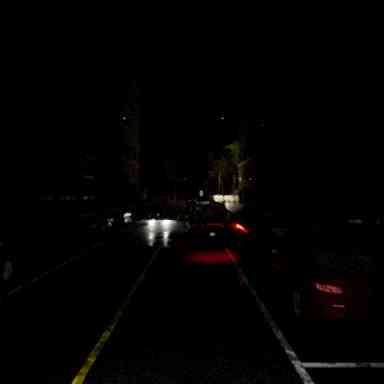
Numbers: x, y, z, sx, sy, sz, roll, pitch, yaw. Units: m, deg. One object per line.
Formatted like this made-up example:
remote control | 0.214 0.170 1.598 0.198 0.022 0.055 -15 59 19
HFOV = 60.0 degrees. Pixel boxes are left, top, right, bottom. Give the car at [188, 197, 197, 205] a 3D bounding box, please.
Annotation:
car | 0.147 1.838 67.233 1.812 1.442 4.674 0 0 0

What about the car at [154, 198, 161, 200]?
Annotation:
car | -5.299 1.724 40.095 2.008 1.369 4.403 0 0 0

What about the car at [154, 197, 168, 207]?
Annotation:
car | -5.264 1.695 56.652 1.967 1.590 4.097 0 0 0

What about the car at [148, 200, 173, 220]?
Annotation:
car | -2.783 1.690 29.527 1.994 1.385 4.181 0 0 0

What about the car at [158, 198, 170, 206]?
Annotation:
car | -5.252 1.865 62.170 1.802 1.307 4.206 0 0 0

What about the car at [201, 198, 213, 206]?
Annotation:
car | 2.773 1.848 62.154 1.947 1.339 4.313 0 0 0

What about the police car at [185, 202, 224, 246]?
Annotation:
police car | 0.713 1.493 15.936 1.930 1.638 5.238 0 0 -3

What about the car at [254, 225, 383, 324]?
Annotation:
car | 2.654 1.612 6.972 1.802 1.307 4.206 0 0 0

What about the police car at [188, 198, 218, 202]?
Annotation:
police car | 0.882 1.536 25.972 1.930 1.638 5.238 0 0 0

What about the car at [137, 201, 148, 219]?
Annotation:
car | -5.323 1.669 29.058 1.887 1.381 4.507 0 0 0

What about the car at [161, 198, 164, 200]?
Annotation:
car | -5.288 1.640 45.614 1.967 1.590 4.097 0 0 0

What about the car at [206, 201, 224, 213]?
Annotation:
car | 2.725 1.754 40.081 1.802 1.307 4.206 0 0 0

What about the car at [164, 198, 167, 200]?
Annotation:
car | -5.276 1.752 50.962 1.752 1.417 4.829 0 0 0

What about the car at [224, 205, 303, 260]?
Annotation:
car | 2.666 1.368 12.492 2.192 1.841 5.009 0 0 0

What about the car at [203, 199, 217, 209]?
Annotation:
car | 2.749 1.771 51.118 1.887 1.381 4.507 0 0 0

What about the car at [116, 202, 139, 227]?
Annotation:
car | -5.335 1.652 23.539 2.008 1.369 4.403 0 0 0

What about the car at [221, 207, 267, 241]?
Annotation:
car | 2.674 1.603 18.177 1.752 1.417 4.829 0 0 0

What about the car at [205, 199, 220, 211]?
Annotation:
car | 2.738 1.725 45.770 1.752 1.417 4.829 0 0 0

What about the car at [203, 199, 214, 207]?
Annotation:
car | 2.761 1.836 56.636 1.802 1.307 4.206 0 0 0

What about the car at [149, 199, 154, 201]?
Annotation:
car | -5.311 1.714 34.577 1.947 1.339 4.313 0 0 0

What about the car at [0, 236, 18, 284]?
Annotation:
car | -5.371 1.581 6.982 2.008 1.369 4.403 0 0 0

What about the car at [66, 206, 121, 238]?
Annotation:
car | -5.347 1.659 18.020 1.802 1.307 4.206 0 0 0

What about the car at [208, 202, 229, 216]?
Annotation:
car | 2.714 1.730 34.563 1.802 1.307 4.206 0 0 0
